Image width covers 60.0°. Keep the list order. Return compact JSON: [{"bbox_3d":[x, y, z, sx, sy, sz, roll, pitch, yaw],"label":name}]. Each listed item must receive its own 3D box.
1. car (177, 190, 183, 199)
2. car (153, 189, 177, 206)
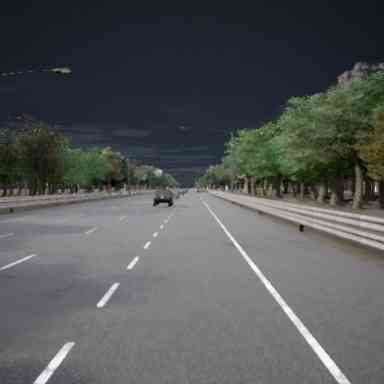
[{"bbox_3d":[-3.319,0.654,65.892,2.033,1.411,5.357,0,1,0],"label":"car"},{"bbox_3d":[-3.421,0.669,40.777,2.150,2.045,5.566,0,1,0],"label":"car"}]
